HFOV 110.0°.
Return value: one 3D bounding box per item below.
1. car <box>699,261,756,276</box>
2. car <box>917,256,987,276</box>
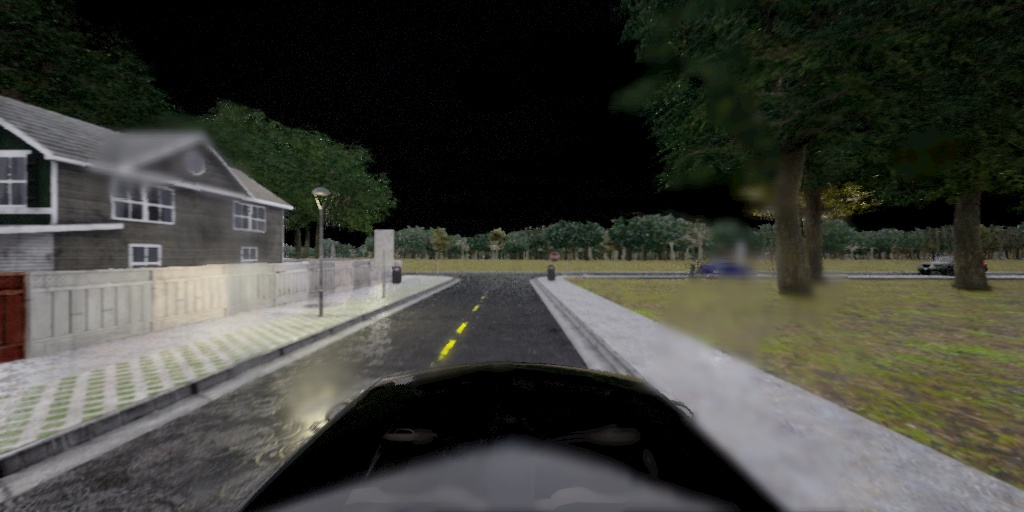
[{"bbox_3d":[21.169,1.247,35.290,5.008,1.535,1.882,0,0,0],"label":"car"},{"bbox_3d":[46.560,1.023,37.978,5.566,2.045,2.150,0,0,0],"label":"car"}]
